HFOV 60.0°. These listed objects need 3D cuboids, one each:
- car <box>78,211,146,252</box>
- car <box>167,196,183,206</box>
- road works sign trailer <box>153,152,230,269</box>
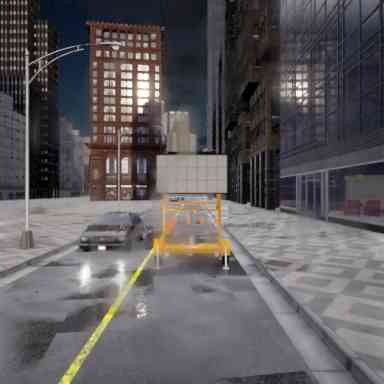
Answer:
[{"bbox_3d":[-3.108,1.549,14.136,2.033,1.411,5.357,0,0,0],"label":"car"},{"bbox_3d":[-3.111,1.626,56.369,2.033,1.411,5.357,0,0,0],"label":"car"},{"bbox_3d":[-0.004,0.465,11.091,2.380,3.560,2.880,0,0,0],"label":"road works sign trailer"}]
